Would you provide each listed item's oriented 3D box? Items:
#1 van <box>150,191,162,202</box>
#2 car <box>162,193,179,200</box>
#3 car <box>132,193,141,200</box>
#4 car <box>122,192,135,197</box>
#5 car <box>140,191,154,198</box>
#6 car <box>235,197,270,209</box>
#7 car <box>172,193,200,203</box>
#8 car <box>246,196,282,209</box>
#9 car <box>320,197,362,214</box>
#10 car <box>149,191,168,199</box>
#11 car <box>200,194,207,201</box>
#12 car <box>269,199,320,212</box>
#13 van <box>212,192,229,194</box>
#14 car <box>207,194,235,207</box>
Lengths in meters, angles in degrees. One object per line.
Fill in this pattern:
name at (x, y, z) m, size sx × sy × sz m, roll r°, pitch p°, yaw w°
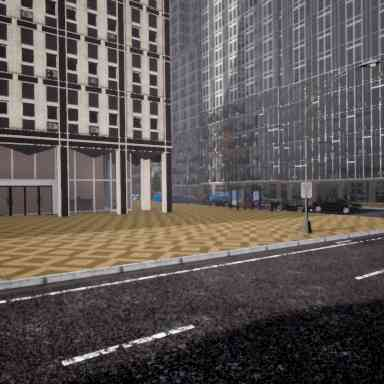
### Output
van at (-5.197, 0.937, 58.703) m, size 1.690 × 1.788 × 3.998 m, roll 0°, pitch 1°, yaw -34°
car at (-4.703, 0.936, 72.818) m, size 1.802 × 1.307 × 4.206 m, roll 0°, pitch 1°, yaw -34°
car at (-11.619, 1.039, 68.085) m, size 2.008 × 1.369 × 4.403 m, roll 0°, pitch 1°, yaw -34°
car at (-17.544, 0.688, 91.577) m, size 2.008 × 1.369 × 4.403 m, roll 0°, pitch 1°, yaw -34°
car at (-11.124, 0.686, 82.196) m, size 1.967 × 1.590 × 4.097 m, roll 0°, pitch 1°, yaw -34°
car at (7.550, 1.388, 39.884) m, size 1.802 × 1.307 × 4.206 m, roll 0°, pitch 1°, yaw -34°
car at (-1.460, 1.127, 57.901) m, size 2.033 × 1.411 × 5.357 m, roll -1°, pitch 1°, yaw -34°
car at (9.099, 1.315, 42.393) m, size 1.994 × 1.385 × 4.181 m, roll -1°, pitch 1°, yaw -34°
car at (14.794, 1.321, 34.067) m, size 1.882 × 1.535 × 5.008 m, roll -1°, pitch 1°, yaw -34°
car at (-7.914, 0.615, 77.505) m, size 2.192 × 1.841 × 5.009 m, roll 0°, pitch 1°, yaw -34°
car at (1.718, 1.043, 63.437) m, size 1.802 × 1.307 × 4.206 m, roll 0°, pitch 1°, yaw -34°
car at (10.747, 1.424, 35.182) m, size 1.947 × 1.339 × 4.313 m, roll 0°, pitch 1°, yaw -34°
van at (4.928, 0.855, 58.744) m, size 1.690 × 1.788 × 3.998 m, roll 0°, pitch 1°, yaw -34°
car at (4.388, 1.319, 44.606) m, size 1.947 × 1.339 × 4.313 m, roll 0°, pitch 1°, yaw -34°
